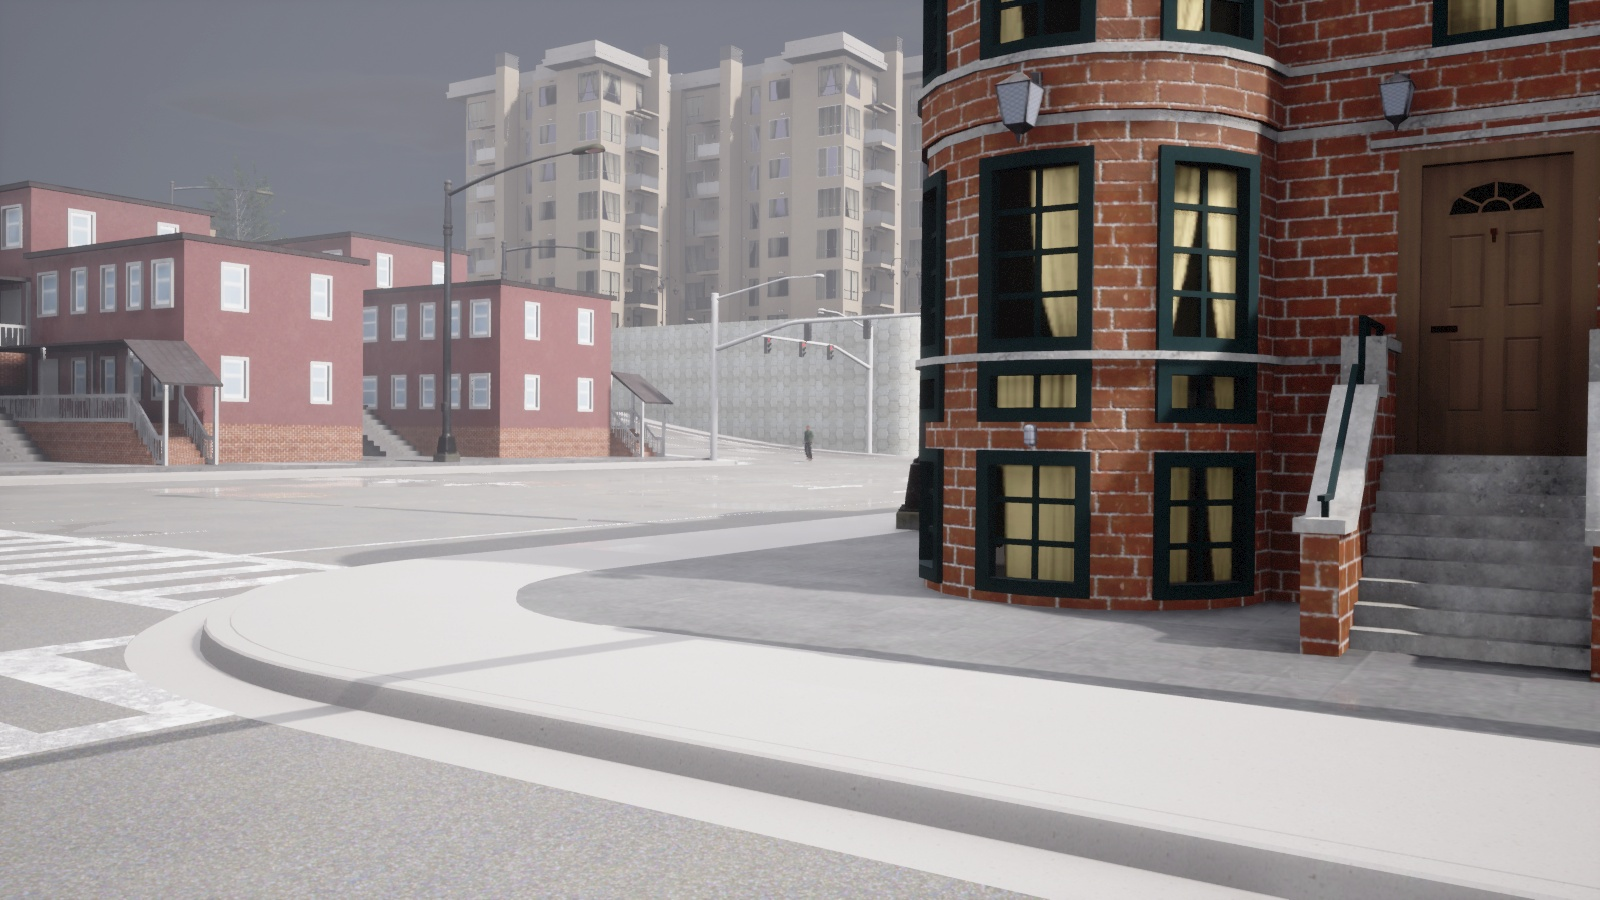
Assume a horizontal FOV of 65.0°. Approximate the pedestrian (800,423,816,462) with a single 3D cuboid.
[{"bbox_3d":[0.388,-0.378,63.050,0.423,1.949,0.788,0,1,34],"label":"pedestrian"}]
